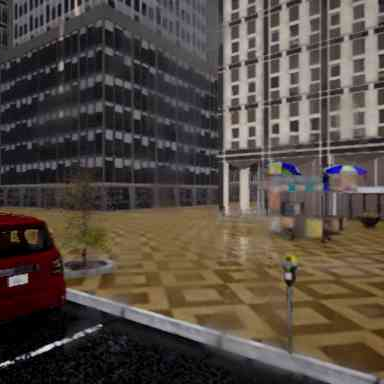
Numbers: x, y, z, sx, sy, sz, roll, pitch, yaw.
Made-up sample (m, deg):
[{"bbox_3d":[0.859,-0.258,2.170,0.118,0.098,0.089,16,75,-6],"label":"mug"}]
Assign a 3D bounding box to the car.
[{"bbox_3d":[-4.342,1.292,5.976,5.009,1.841,2.192,0,0,35],"label":"car"}]
